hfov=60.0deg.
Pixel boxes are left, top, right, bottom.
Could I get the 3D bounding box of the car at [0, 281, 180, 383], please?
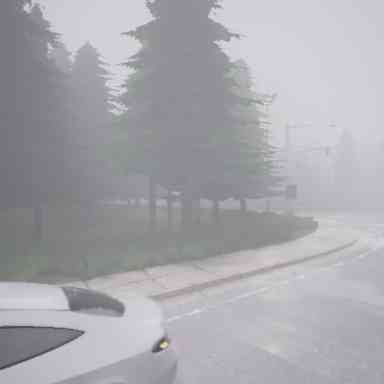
[{"bbox_3d":[-2.271,1.561,2.537,4.674,1.442,1.812,0,0,-37],"label":"car"}]
